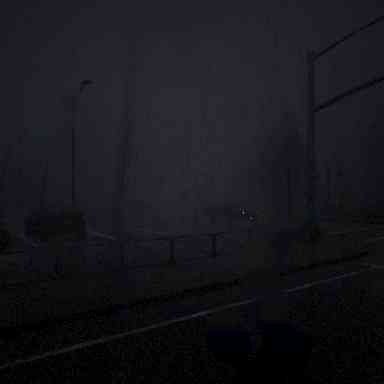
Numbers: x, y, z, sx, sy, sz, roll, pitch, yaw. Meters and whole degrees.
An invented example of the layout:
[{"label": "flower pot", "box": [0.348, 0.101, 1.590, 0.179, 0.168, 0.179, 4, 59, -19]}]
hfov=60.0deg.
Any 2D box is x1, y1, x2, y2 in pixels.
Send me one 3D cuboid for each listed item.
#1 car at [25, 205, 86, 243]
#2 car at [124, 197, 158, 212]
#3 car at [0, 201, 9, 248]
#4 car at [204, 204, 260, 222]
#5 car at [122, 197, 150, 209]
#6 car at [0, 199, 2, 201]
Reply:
[{"label": "car", "box": [-6.351, 1.340, 15.315, 2.007, 1.523, 4.514, 0, 0, -36]}, {"label": "car", "box": [-5.738, 1.490, 38.314, 2.128, 1.511, 4.902, 0, 0, -36]}, {"label": "car", "box": [-8.865, 1.331, 13.439, 2.152, 1.636, 5.027, 0, 0, -36]}, {"label": "car", "box": [3.068, 1.601, 26.311, 1.895, 1.301, 4.718, 0, 0, -36]}, {"label": "car", "box": [-8.053, 1.478, 47.555, 1.882, 1.535, 5.008, 0, 0, -36]}, {"label": "car", "box": [-21.577, 1.374, 36.432, 1.845, 1.501, 3.633, 0, 0, -36]}]
